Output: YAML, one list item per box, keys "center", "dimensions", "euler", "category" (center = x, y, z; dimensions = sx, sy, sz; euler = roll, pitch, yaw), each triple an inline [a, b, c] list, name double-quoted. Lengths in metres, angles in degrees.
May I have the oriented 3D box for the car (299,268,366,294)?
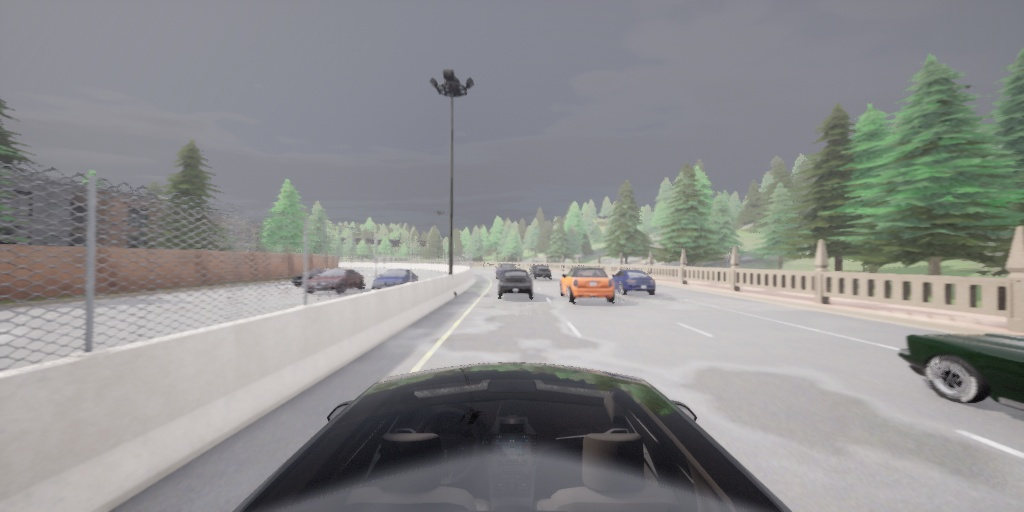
- center: [-10.533, 1.464, 21.830]
  dimensions: [1.812, 1.442, 4.674]
  euler: [0, -1, 0]
  category: "car"

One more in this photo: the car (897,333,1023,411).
- center: [7.094, 1.409, 3.546]
  dimensions: [1.895, 1.301, 4.718]
  euler: [0, -1, 0]
  category: "car"

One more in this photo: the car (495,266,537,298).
- center: [0.191, 1.477, 20.107]
  dimensions: [1.837, 1.490, 4.892]
  euler: [0, -1, 0]
  category: "car"

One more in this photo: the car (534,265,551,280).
- center: [2.851, 1.699, 37.449]
  dimensions: [1.837, 1.490, 4.892]
  euler: [1, -1, -6]
  category: "car"

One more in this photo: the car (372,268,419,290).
- center: [-7.037, 1.486, 22.191]
  dimensions: [1.812, 1.442, 4.674]
  euler: [0, -1, 0]
  category: "car"

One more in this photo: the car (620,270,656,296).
- center: [7.184, 1.554, 21.829]
  dimensions: [1.812, 1.442, 4.674]
  euler: [0, -1, 0]
  category: "car"

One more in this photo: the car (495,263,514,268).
- center: [-0.654, 1.528, 37.351]
  dimensions: [2.097, 1.767, 4.553]
  euler: [0, -1, -6]
  category: "car"

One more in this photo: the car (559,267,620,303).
- center: [3.683, 1.319, 18.316]
  dimensions: [2.097, 1.767, 4.553]
  euler: [0, -1, 0]
  category: "car"

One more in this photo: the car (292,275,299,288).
- center: [-14.057, 1.578, 26.470]
  dimensions: [1.895, 1.301, 4.718]
  euler: [0, -1, -1]
  category: "car"
